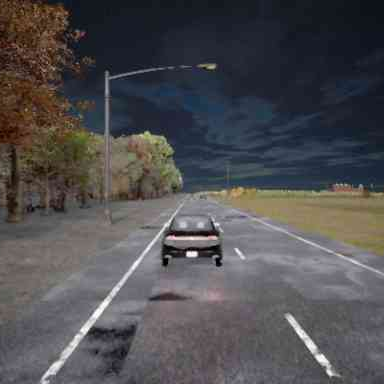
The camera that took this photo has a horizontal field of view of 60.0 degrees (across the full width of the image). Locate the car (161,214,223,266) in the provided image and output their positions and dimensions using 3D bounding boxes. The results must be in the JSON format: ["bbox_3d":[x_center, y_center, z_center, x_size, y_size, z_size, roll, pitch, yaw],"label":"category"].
[{"bbox_3d":[-0.002,1.504,11.572,2.128,1.511,4.902,0,0,0],"label":"car"}]
